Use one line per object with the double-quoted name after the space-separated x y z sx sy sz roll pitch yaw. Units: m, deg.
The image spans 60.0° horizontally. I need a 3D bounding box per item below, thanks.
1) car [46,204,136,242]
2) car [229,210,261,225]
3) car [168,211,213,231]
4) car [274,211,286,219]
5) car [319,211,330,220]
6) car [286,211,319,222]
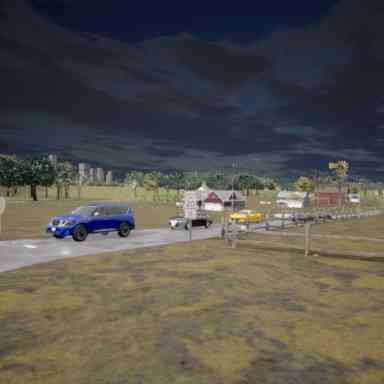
-5.898 1.764 20.268 2.150 2.045 5.566 1 -2 35 "car"
5.956 2.768 36.888 1.882 1.535 5.008 1 -2 36 "car"
-0.048 2.401 28.499 2.128 1.511 4.902 1 -2 36 "car"
13.235 3.353 46.960 1.895 1.301 4.718 1 -2 36 "car"
20.537 3.649 52.406 2.033 1.411 5.357 1 -2 36 "car"
14.814 3.282 44.306 2.033 1.411 5.357 1 -2 36 "car"
